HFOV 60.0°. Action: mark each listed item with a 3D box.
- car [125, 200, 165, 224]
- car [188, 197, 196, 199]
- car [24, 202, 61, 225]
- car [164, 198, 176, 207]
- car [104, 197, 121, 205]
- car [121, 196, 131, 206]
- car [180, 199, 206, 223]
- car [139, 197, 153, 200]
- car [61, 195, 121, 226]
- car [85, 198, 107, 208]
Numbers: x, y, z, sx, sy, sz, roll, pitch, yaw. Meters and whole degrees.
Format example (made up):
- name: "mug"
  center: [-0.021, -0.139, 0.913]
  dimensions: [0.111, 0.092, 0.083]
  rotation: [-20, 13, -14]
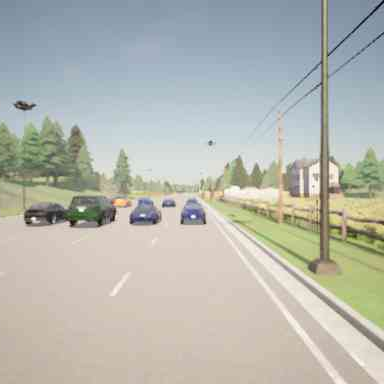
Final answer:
- name: "car"
  center: [-3.396, 1.577, 24.918]
  dimensions: [1.994, 1.385, 4.181]
  rotation: [0, 0, 0]
- name: "car"
  center: [0.032, 1.552, 51.258]
  dimensions: [1.812, 1.442, 4.674]
  rotation: [0, 0, 1]
- name: "car"
  center: [-10.396, 1.518, 24.265]
  dimensions: [1.837, 1.490, 4.892]
  rotation: [0, 0, 0]
- name: "car"
  center: [-3.474, 1.591, 50.743]
  dimensions: [1.994, 1.385, 4.181]
  rotation: [0, 0, 1]
- name: "car"
  center: [-13.991, 1.594, 58.669]
  dimensions: [1.994, 1.385, 4.181]
  rotation: [0, 0, 0]
- name: "car"
  center: [-10.477, 1.377, 50.219]
  dimensions: [2.097, 1.767, 4.553]
  rotation: [0, 0, 0]
- name: "car"
  center: [0.091, 1.539, 25.271]
  dimensions: [1.812, 1.442, 4.674]
  rotation: [0, 0, 0]
- name: "car"
  center: [-6.978, 1.504, 49.924]
  dimensions: [1.882, 1.535, 5.008]
  rotation: [0, 0, 0]
- name: "car"
  center: [-6.896, 1.234, 23.420]
  dimensions: [2.150, 2.045, 5.566]
  rotation: [0, 0, 0]
- name: "car"
  center: [-13.993, 1.626, 48.695]
  dimensions: [1.895, 1.301, 4.718]
  rotation: [0, 0, 0]
